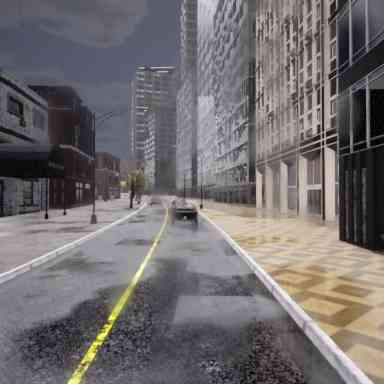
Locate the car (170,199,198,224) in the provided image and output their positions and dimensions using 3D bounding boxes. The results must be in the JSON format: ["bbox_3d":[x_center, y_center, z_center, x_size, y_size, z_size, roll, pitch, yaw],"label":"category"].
[{"bbox_3d":[-0.574,1.490,24.492,2.128,1.511,4.902,0,0,-3],"label":"car"}]

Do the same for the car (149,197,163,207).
[{"bbox_3d":[-5.679,1.519,52.588,2.033,1.411,5.357,0,0,-6],"label":"car"}]

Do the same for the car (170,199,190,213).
[{"bbox_3d":[-1.456,1.535,38.452,2.033,1.411,5.357,0,0,-4],"label":"car"}]
